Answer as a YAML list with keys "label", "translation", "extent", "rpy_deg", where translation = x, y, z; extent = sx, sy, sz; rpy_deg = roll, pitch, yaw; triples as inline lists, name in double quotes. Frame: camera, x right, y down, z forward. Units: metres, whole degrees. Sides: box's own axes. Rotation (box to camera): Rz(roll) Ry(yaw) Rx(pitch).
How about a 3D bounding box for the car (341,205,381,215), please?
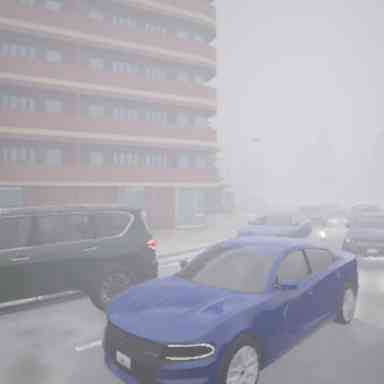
- label: "car"
  translation: [11.198, 1.568, 21.307]
  extent: [2.128, 1.511, 4.902]
  rpy_deg: [0, 0, 17]

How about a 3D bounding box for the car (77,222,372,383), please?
- label: "car"
  translation: [1.016, 1.509, 5.318]
  extent: [1.882, 1.535, 5.008]
  rpy_deg: [-1, -1, 44]

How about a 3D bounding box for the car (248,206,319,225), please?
- label: "car"
  translation: [3.508, 1.547, 13.534]
  extent: [1.882, 1.535, 5.008]
  rpy_deg: [-1, 0, 33]

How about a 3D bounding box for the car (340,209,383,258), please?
- label: "car"
  translation: [6.840, 1.569, 12.290]
  extent: [1.812, 1.442, 4.674]
  rpy_deg: [-1, 0, 32]

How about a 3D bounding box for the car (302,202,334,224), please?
- label: "car"
  translation: [8.492, 1.655, 23.855]
  extent: [2.033, 1.411, 5.357]
  rpy_deg: [0, 0, 15]

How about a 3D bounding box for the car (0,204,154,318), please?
- label: "car"
  translation: [-3.271, 1.282, 6.185]
  extent: [5.566, 2.045, 2.150]
  rpy_deg: [0, 0, -38]

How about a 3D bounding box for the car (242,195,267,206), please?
- label: "car"
  translation: [11.694, 1.557, 62.621]
  extent: [2.150, 2.045, 5.566]
  rpy_deg: [0, 0, -25]

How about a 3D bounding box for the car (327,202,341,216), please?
- label: "car"
  translation: [13.265, 1.677, 31.549]
  extent: [2.033, 1.411, 5.357]
  rpy_deg: [0, 0, 3]
